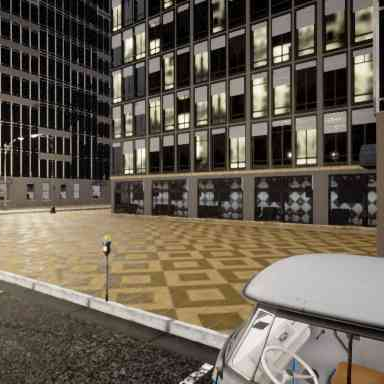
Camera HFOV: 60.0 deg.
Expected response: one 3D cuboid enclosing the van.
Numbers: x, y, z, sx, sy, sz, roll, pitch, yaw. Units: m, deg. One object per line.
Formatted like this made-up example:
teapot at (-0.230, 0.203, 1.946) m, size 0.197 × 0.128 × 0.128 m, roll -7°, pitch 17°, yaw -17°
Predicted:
van at (1.918, 1.341, 1.510) m, size 3.998 × 1.788 × 1.690 m, roll 0°, pitch 0°, yaw 35°
